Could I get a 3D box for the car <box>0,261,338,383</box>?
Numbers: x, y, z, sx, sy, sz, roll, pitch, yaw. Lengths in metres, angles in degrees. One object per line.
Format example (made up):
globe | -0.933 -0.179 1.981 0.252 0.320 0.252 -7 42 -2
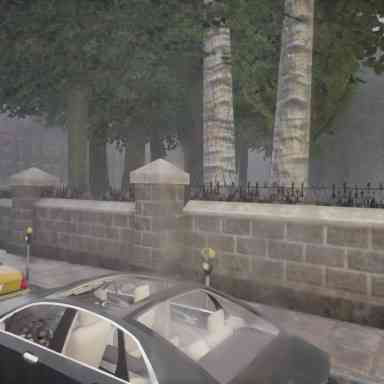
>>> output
car | -0.865 1.550 3.412 4.403 1.369 2.008 0 1 36
